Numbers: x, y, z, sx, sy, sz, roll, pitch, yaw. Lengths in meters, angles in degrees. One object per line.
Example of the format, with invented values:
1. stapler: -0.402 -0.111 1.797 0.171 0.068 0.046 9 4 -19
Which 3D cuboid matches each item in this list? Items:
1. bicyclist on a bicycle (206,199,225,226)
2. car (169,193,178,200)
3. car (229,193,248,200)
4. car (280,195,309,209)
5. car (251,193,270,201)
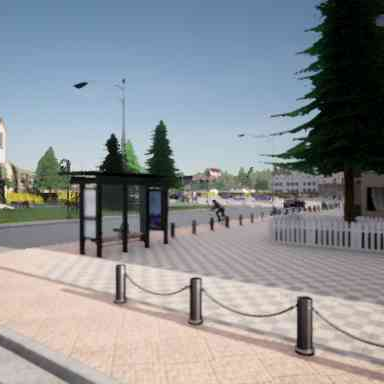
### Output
1. bicyclist on a bicycle: 1.547 1.296 21.019 1.656 1.620 0.582 0 0 35
2. car: -4.557 1.397 94.577 4.514 1.523 2.007 0 0 35
3. car: 12.390 1.424 86.319 3.806 1.475 1.970 0 0 35
4. car: 13.851 1.504 45.151 1.837 1.490 4.892 0 0 35
5. car: 16.747 1.406 79.613 3.633 1.501 1.845 0 0 35
